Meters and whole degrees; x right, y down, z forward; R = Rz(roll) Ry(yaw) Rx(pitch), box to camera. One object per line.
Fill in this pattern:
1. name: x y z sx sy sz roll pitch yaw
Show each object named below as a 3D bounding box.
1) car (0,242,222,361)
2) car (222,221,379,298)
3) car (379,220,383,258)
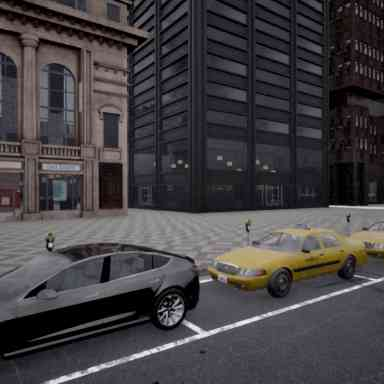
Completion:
1. car: -1.850 1.566 5.329 4.313 1.339 1.947 0 0 -35
2. car: 2.611 1.525 8.495 4.829 1.417 1.752 0 0 -35
3. car: 7.211 1.525 11.760 4.829 1.417 1.752 0 0 -35
